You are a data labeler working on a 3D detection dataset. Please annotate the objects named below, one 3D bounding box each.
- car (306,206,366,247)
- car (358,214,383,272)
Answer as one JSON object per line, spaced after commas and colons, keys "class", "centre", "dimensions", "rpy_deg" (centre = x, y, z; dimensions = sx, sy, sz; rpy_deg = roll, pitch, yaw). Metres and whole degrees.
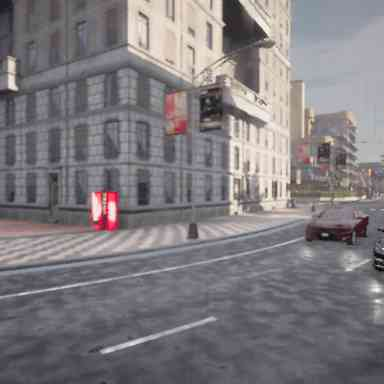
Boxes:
{"class": "car", "centre": [6.737, 1.411, 15.150], "dimensions": [1.882, 1.535, 5.008], "rpy_deg": [0, 0, 36]}
{"class": "car", "centre": [6.830, 1.450, 9.842], "dimensions": [2.128, 1.511, 4.902], "rpy_deg": [0, 0, 42]}
